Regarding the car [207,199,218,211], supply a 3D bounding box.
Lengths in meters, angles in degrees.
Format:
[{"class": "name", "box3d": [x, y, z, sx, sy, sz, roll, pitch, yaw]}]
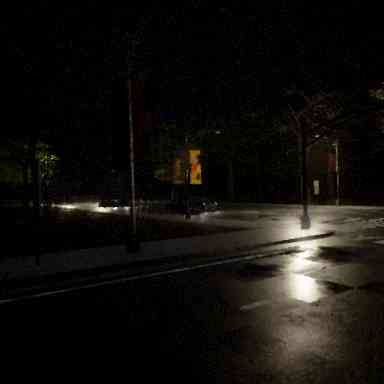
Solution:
[{"class": "car", "box3d": [1.054, 1.352, 39.181, 2.097, 1.767, 4.553, -2, 1, -35]}]

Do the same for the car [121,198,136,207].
[{"class": "car", "box3d": [-11.168, 1.730, 56.815, 1.812, 1.442, 4.674, -2, 1, -35]}]

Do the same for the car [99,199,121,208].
[{"class": "car", "box3d": [-13.851, 1.879, 54.989, 1.994, 1.385, 4.181, -2, 1, -35]}]

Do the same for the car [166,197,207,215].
[{"class": "car", "box3d": [-0.958, 1.577, 36.390, 1.882, 1.535, 5.008, -2, 1, -35]}]
